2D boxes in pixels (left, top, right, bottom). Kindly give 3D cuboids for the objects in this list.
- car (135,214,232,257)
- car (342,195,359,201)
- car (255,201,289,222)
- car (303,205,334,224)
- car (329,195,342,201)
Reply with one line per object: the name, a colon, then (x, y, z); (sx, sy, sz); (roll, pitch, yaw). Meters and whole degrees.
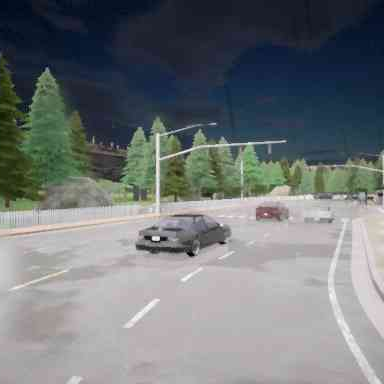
car: (-0.079, 1.561, 13.112); (2.033, 1.411, 5.357); (0, 0, 26)
car: (39.985, 1.484, 82.812); (4.902, 1.511, 2.128); (0, 0, -45)
car: (6.491, 1.483, 26.597); (1.882, 1.535, 5.008); (0, 0, 26)
car: (9.650, 1.615, 25.091); (1.895, 1.301, 4.718); (0, 0, 26)
car: (37.621, 1.506, 85.403); (4.674, 1.442, 1.812); (0, 0, -45)
